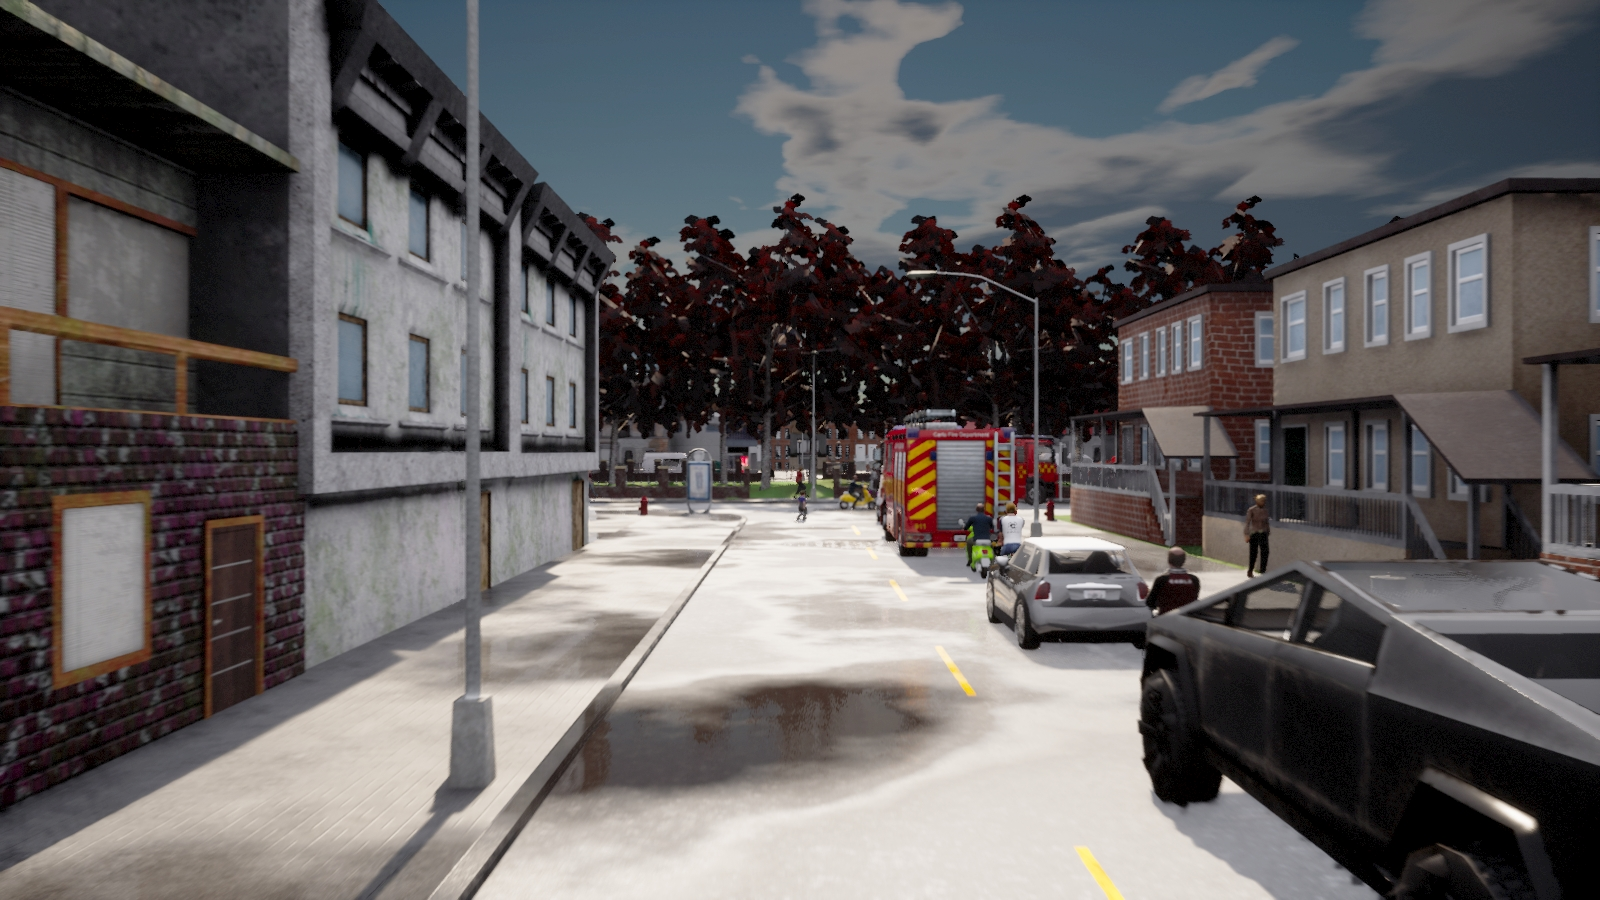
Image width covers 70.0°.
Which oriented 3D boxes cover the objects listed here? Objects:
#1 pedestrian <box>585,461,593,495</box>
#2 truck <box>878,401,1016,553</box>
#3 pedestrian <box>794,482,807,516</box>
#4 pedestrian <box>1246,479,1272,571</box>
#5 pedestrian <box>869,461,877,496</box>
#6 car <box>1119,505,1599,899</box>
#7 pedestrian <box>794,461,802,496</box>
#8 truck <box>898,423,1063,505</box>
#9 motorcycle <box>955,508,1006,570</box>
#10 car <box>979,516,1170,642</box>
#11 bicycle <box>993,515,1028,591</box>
[{"bbox_3d":[-11.427,1.525,61.843,0.375,1.860,0.375,0,0,4],"label":"pedestrian"},{"bbox_3d":[3.987,0.671,32.960,2.891,3.827,8.468,0,0,0],"label":"truck"},{"bbox_3d":[0.020,1.909,44.603,0.375,1.300,0.375,0,0,-40],"label":"pedestrian"},{"bbox_3d":[9.345,1.524,23.290,0.375,1.860,0.375,0,0,-1],"label":"pedestrian"},{"bbox_3d":[3.918,1.523,61.267,0.375,1.860,0.375,0,0,-2],"label":"pedestrian"},{"bbox_3d":[3.998,1.534,6.902,2.390,2.098,6.274,0,0,0],"label":"car"},{"bbox_3d":[-0.110,1.523,61.538,0.375,1.860,0.375,0,0,3],"label":"pedestrian"},{"bbox_3d":[9.120,0.670,57.024,8.468,3.827,2.891,0,0,-34],"label":"truck"},{"bbox_3d":[3.996,1.962,25.415,0.856,1.236,1.805,0,0,0],"label":"motorcycle"},{"bbox_3d":[3.997,1.845,17.297,1.970,1.475,3.806,0,0,0],"label":"car"},{"bbox_3d":[3.996,1.936,21.762,0.373,1.296,1.643,0,0,0],"label":"bicycle"}]
